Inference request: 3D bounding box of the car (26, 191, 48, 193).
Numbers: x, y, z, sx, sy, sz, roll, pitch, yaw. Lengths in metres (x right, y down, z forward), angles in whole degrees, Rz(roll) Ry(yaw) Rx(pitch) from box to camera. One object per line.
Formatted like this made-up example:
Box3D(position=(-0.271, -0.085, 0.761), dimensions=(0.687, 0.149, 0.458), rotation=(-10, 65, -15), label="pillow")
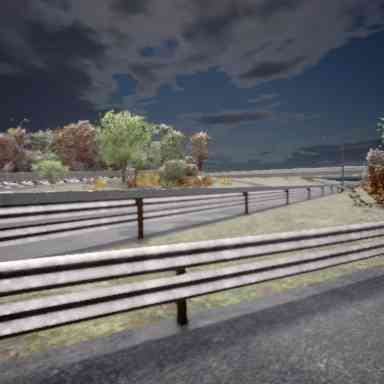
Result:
Box3D(position=(-15.527, 0.690, 32.462), dimensions=(2.128, 1.511, 4.902), rotation=(0, 1, 30), label="car")
